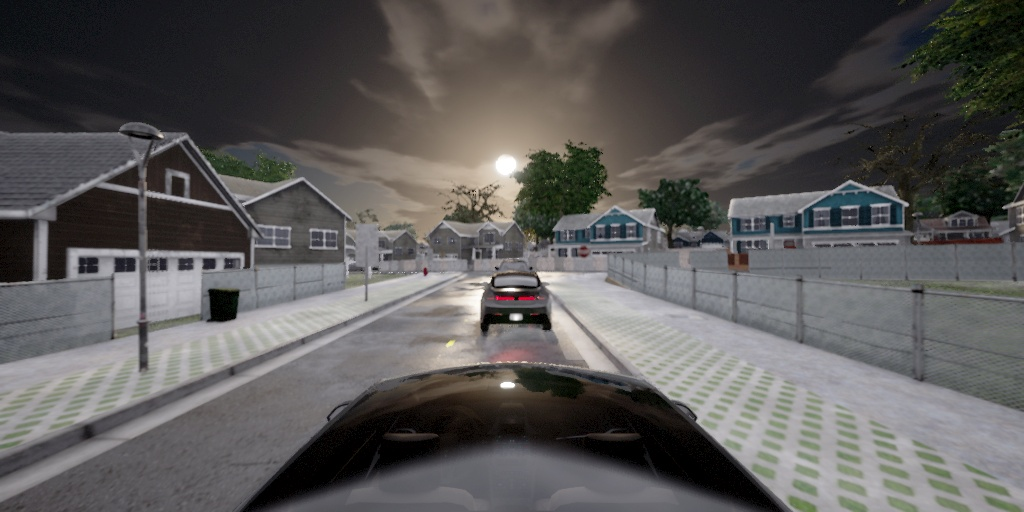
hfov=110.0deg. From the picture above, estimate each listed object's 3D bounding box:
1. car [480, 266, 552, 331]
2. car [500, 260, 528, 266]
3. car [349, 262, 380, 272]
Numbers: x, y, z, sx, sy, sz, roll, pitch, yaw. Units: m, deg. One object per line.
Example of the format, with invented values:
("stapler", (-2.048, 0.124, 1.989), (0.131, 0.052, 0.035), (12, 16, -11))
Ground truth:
("car", (0.101, 1.187, 10.733), (1.837, 1.490, 4.892), (0, 0, 0))
("car", (0.105, 0.972, 19.631), (2.097, 1.767, 4.553), (0, 0, 0))
("car", (-20.086, 1.505, 48.011), (5.357, 1.411, 2.033), (-2, -1, 31))
